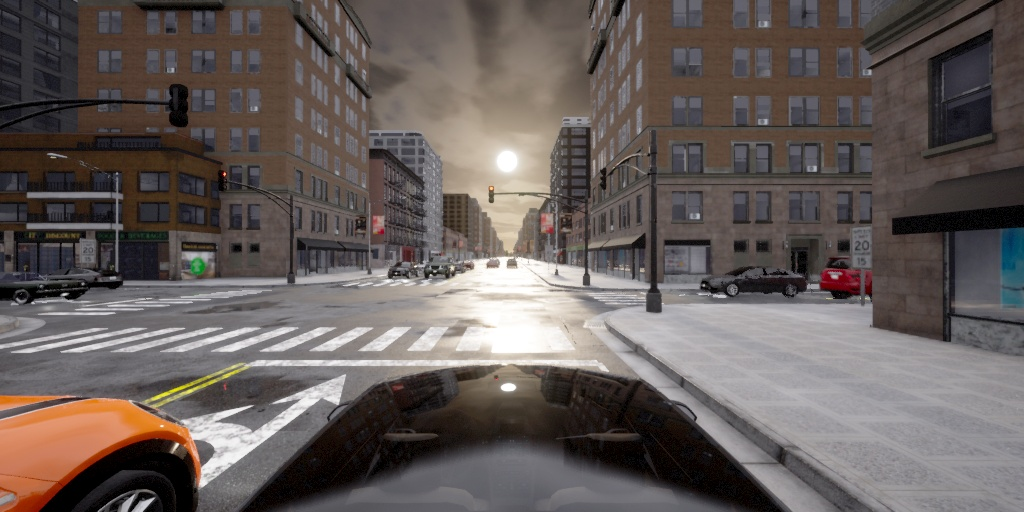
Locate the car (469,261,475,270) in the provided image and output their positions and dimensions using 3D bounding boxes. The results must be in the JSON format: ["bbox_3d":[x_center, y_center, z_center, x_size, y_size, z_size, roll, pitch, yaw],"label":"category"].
[{"bbox_3d":[-6.684,1.344,53.157,1.895,1.301,4.718,0,0,0],"label":"car"}]

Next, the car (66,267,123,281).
[{"bbox_3d":[-25.408,1.330,20.966,4.313,1.339,1.948,0,0,0],"label":"car"}]

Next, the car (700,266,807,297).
[{"bbox_3d":[12.427,1.294,18.644,4.892,1.490,1.837,0,0,1],"label":"car"}]

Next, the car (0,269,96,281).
[{"bbox_3d":[-21.514,1.345,15.473,4.718,1.301,1.895,0,0,0],"label":"car"}]

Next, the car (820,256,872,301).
[{"bbox_3d":[16.800,1.007,15.694,5.566,2.045,2.150,0,0,0],"label":"car"}]

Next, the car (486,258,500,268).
[{"bbox_3d":[-3.359,1.304,61.955,1.994,1.385,4.181,0,0,0],"label":"car"}]

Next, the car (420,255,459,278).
[{"bbox_3d":[-6.646,0.970,33.608,2.150,2.045,5.566,0,0,0],"label":"car"}]

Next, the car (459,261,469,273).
[{"bbox_3d":[-6.674,1.310,43.028,1.994,1.385,4.181,0,0,0],"label":"car"}]

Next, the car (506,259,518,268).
[{"bbox_3d":[-0.010,1.243,63.095,1.837,1.490,4.892,0,0,0],"label":"car"}]

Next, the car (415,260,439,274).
[{"bbox_3d":[-9.918,1.272,42.203,1.812,1.442,4.674,0,0,0],"label":"car"}]

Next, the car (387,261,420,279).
[{"bbox_3d":[-9.900,1.253,33.054,1.837,1.490,4.892,0,0,0],"label":"car"}]

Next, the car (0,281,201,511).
[{"bbox_3d":[-3.237,1.102,0.608,2.097,1.767,4.553,0,0,0],"label":"car"}]
